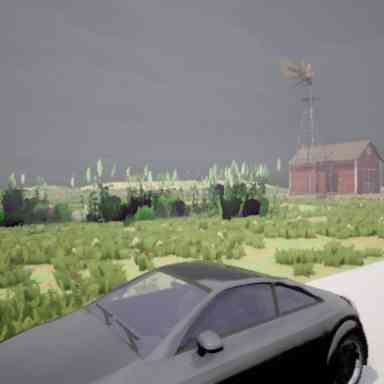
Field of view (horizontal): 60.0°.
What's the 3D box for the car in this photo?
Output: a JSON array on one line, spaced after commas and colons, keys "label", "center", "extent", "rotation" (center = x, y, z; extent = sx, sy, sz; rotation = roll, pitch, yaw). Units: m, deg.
[{"label": "car", "center": [-0.027, 1.522, 3.479], "extent": [4.181, 1.385, 1.994], "rotation": [-1, 1, -35]}]
